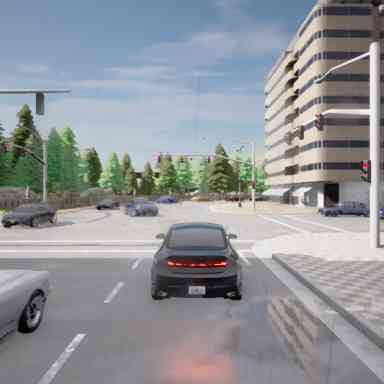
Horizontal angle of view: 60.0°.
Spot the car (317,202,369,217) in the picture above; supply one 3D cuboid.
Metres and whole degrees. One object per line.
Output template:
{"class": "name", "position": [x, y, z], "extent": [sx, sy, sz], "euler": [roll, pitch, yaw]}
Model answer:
{"class": "car", "position": [14.595, 1.603, 31.027], "extent": [5.357, 1.411, 2.033], "euler": [0, 0, 0]}

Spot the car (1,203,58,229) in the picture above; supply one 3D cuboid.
{"class": "car", "position": [-10.564, 1.522, 22.019], "extent": [1.837, 1.490, 4.892], "euler": [0, 0, 0]}

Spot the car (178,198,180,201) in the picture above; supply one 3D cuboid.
{"class": "car", "position": [-4.580, 1.548, 68.645], "extent": [2.033, 1.411, 5.357], "euler": [0, 0, 29]}

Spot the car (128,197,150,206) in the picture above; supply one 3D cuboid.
{"class": "car", "position": [-9.011, 1.601, 56.797], "extent": [1.895, 1.301, 4.718], "euler": [0, 0, 14]}

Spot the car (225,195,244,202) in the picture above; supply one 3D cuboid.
{"class": "car", "position": [9.696, 1.478, 75.074], "extent": [5.008, 1.535, 1.882], "euler": [0, 0, -41]}

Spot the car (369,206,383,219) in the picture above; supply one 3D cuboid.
{"class": "car", "position": [17.692, 1.581, 27.518], "extent": [4.674, 1.442, 1.812], "euler": [0, 0, 0]}

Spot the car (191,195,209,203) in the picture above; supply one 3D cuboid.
{"class": "car", "position": [1.709, 1.355, 71.783], "extent": [2.097, 1.767, 4.553], "euler": [0, 0, 38]}

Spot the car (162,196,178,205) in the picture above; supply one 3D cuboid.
{"class": "car", "position": [-4.709, 1.477, 59.333], "extent": [1.882, 1.535, 5.008], "euler": [0, 0, 19]}

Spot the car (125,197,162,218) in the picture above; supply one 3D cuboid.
{"class": "car", "position": [-4.793, 1.383, 31.007], "extent": [2.097, 1.767, 4.553], "euler": [0, 0, -25]}

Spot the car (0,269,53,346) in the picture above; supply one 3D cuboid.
{"class": "car", "position": [-3.427, 1.601, 3.832], "extent": [1.895, 1.301, 4.718], "euler": [0, 0, 0]}

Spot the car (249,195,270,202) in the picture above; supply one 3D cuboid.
{"class": "car", "position": [15.170, 1.595, 74.804], "extent": [4.718, 1.301, 1.895], "euler": [0, 0, -33]}

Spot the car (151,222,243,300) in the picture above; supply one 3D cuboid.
{"class": "car", "position": [0.114, 1.505, 8.354], "extent": [1.837, 1.490, 4.892], "euler": [0, 0, 1]}

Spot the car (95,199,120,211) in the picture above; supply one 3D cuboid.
{"class": "car", "position": [-10.431, 1.547, 41.632], "extent": [2.033, 1.411, 5.357], "euler": [0, 0, 1]}

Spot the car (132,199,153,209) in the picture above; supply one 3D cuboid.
{"class": "car", "position": [-6.784, 1.601, 46.030], "extent": [1.895, 1.301, 4.718], "euler": [0, 0, 3]}

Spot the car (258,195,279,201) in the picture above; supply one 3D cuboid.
{"class": "car", "position": [18.493, 1.500, 80.591], "extent": [4.892, 1.490, 1.837], "euler": [0, 0, -22]}
